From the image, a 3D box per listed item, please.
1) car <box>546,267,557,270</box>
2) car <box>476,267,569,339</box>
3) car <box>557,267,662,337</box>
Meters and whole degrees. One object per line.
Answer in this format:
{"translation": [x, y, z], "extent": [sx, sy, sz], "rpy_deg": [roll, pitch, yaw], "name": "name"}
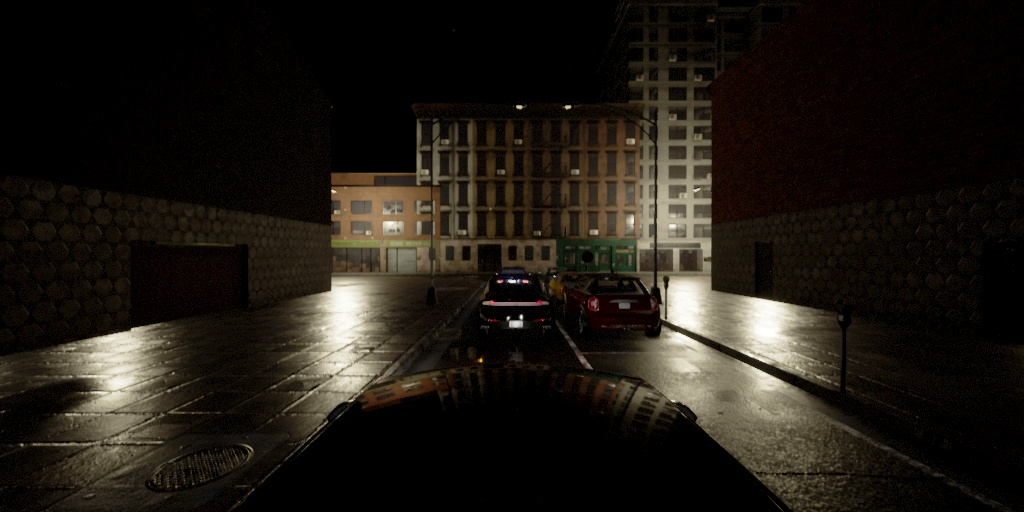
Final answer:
{"translation": [2.593, 1.265, 15.913], "extent": [1.751, 1.417, 4.829], "rpy_deg": [0, 0, 0], "name": "car"}
{"translation": [0.075, 1.235, 10.049], "extent": [2.128, 1.511, 4.902], "rpy_deg": [0, 0, 0], "name": "car"}
{"translation": [2.611, 1.183, 10.267], "extent": [1.967, 1.591, 4.097], "rpy_deg": [0, 0, 0], "name": "car"}
